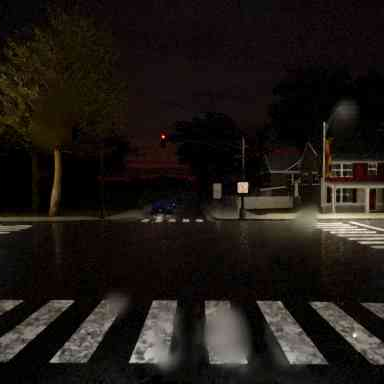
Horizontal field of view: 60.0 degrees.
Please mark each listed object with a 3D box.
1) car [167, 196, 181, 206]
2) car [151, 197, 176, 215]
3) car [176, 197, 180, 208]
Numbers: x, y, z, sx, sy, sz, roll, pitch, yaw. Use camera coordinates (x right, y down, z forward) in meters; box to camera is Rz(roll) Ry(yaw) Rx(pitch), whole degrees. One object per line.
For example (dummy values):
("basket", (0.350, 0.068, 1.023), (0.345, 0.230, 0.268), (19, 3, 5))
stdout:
("car", (-2.864, 1.487, 54.726), (2.033, 1.411, 5.357), (0, 0, 0))
("car", (-2.958, 1.449, 33.795), (1.882, 1.535, 5.008), (0, 0, 0))
("car", (-2.913, 1.462, 44.097), (1.837, 1.490, 4.892), (0, 0, 0))
